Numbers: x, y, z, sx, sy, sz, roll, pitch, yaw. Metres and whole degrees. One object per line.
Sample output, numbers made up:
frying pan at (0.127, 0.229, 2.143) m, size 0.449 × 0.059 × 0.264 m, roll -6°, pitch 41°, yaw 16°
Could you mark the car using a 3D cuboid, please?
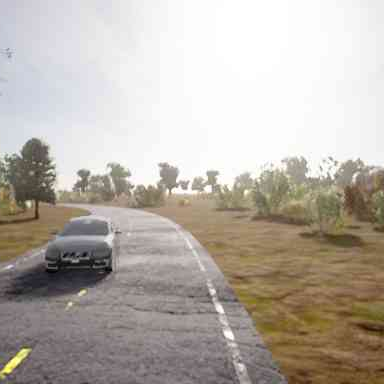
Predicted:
car at (-3.408, 1.601, 11.105) m, size 1.837 × 1.490 × 4.892 m, roll 0°, pitch -1°, yaw -9°
